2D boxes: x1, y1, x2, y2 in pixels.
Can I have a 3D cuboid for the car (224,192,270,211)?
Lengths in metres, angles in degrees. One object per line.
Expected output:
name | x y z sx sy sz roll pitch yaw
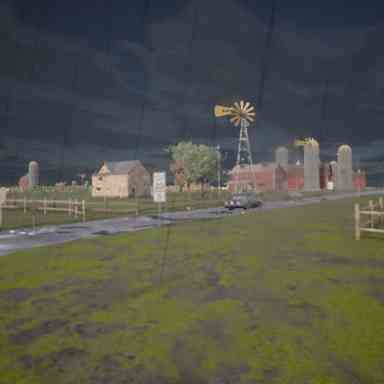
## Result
car | 4.932 0.971 30.767 2.033 1.411 5.357 -1 1 36

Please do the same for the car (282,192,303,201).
car | 14.937 0.623 49.277 1.994 1.385 4.181 -1 1 36
